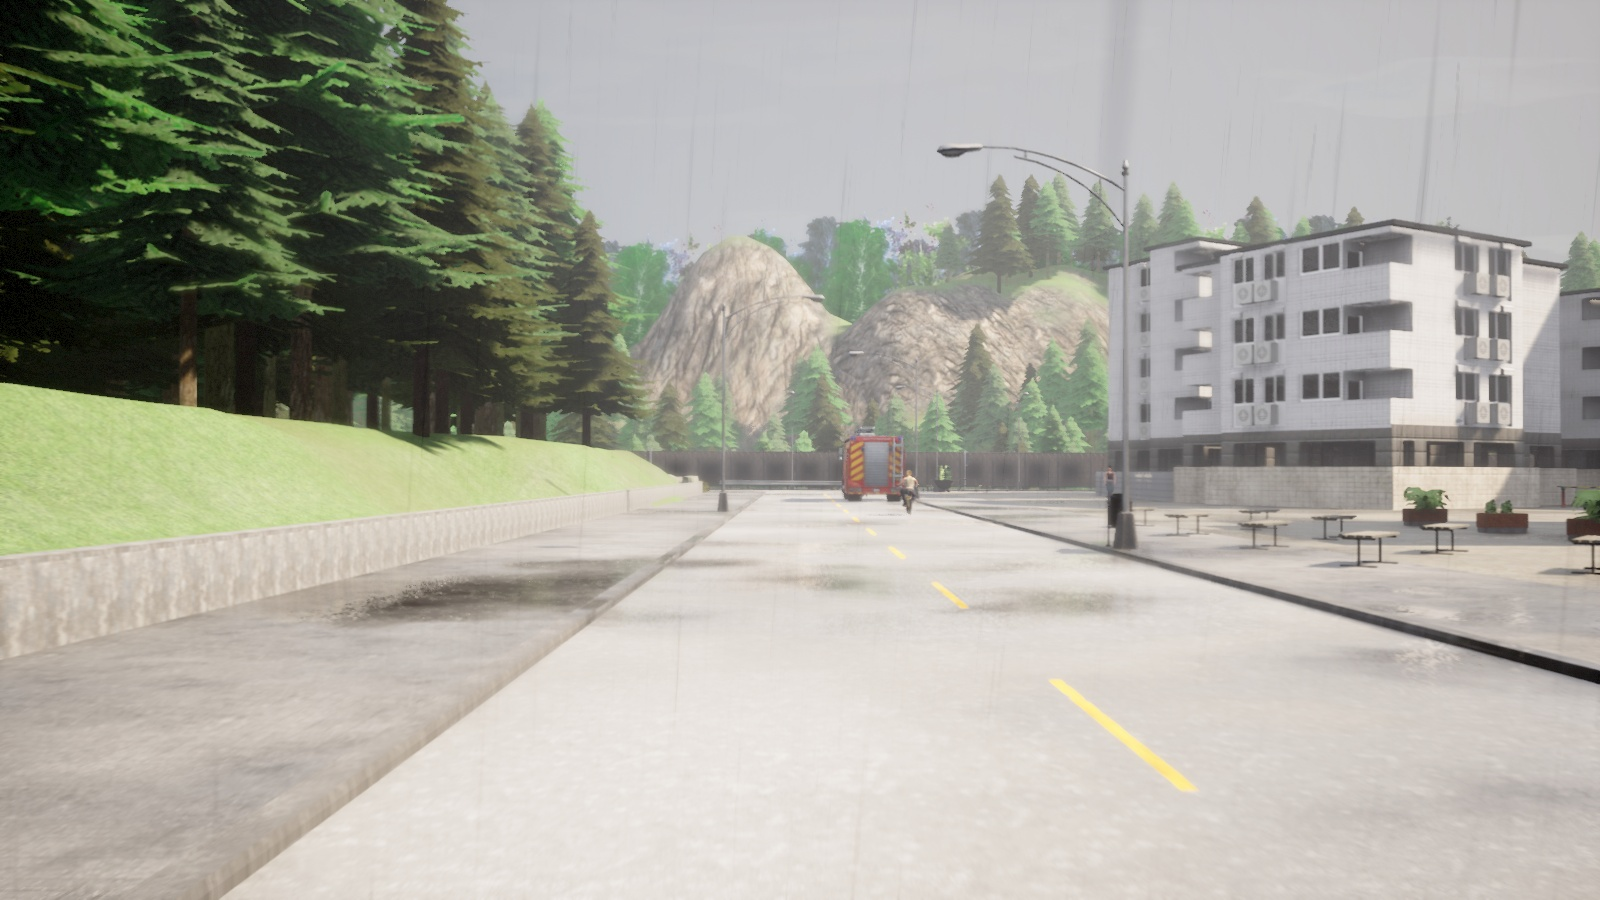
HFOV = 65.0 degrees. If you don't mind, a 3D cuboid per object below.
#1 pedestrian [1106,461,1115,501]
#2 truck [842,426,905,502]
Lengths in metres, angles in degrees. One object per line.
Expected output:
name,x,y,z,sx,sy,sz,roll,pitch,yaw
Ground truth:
pedestrian,14.604,1.456,59.152,0.345,1.836,0.594,0,-1,9
truck,3.839,0.765,67.501,2.891,3.827,8.468,0,-1,0
